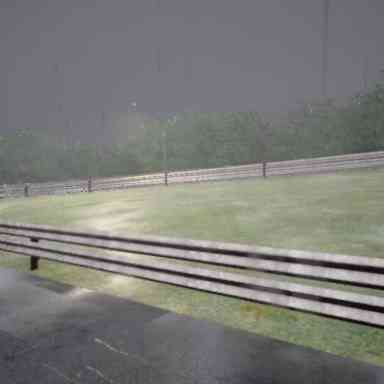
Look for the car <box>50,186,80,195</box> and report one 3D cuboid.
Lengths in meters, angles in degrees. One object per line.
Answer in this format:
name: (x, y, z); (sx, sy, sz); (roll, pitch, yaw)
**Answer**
car: (-18.157, -0.112, 47.562); (4.674, 1.442, 1.812); (-4, -2, 23)
